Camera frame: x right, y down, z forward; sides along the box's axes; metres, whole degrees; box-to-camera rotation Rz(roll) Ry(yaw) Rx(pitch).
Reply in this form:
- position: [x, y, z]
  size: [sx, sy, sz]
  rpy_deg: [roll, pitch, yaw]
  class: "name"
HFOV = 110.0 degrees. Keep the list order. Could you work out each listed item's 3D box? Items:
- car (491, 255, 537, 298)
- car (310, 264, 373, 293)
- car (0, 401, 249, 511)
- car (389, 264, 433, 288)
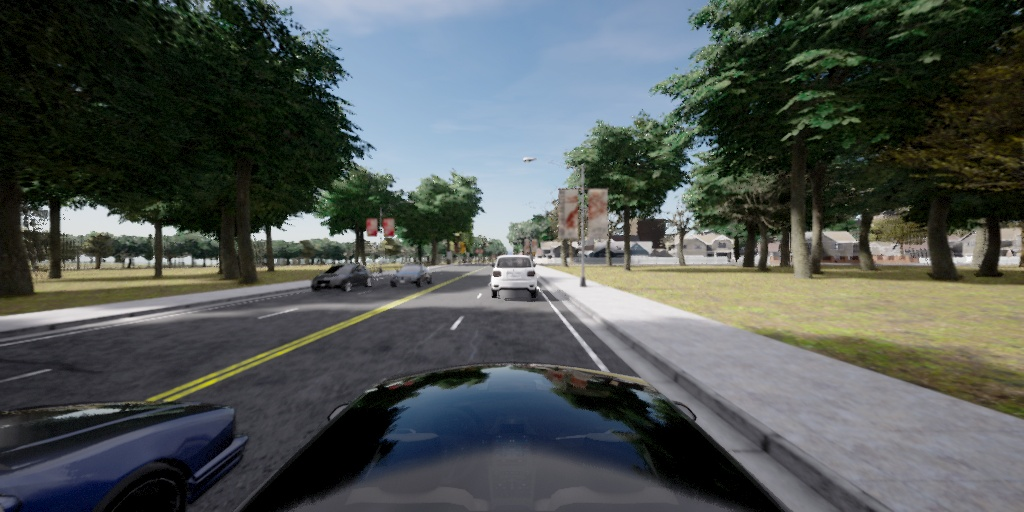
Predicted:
- position: [0.098, 0.974, 18.735]
  size: [2.150, 2.045, 5.566]
  rpy_deg: [0, 0, 0]
  class: "car"
- position: [-9.831, 1.261, 21.102]
  size: [1.837, 1.490, 4.892]
  rpy_deg: [0, 0, 0]
  class: "car"
- position: [-3.151, 1.298, 0.524]
  size: [2.033, 1.411, 5.357]
  rpy_deg: [0, 0, 0]
  class: "car"
- position: [-6.569, 1.284, 23.881]
  size: [1.812, 1.442, 4.674]
  rpy_deg: [0, 0, 0]
  class: "car"
